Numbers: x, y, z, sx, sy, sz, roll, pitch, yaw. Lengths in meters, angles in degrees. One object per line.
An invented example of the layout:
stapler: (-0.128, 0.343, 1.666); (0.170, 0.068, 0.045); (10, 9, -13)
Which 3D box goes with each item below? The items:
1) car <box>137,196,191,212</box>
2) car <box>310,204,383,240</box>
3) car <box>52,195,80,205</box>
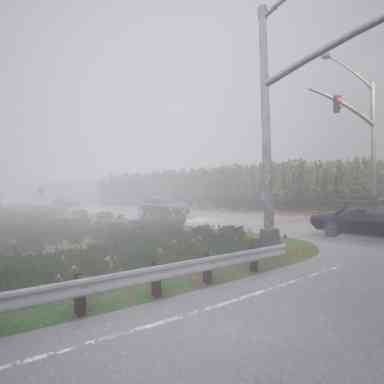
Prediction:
car: (-2.127, 1.101, 23.991); (1.837, 1.490, 4.892); (-3, 2, -40)
car: (7.033, 1.159, 12.663); (1.895, 1.301, 4.718); (-3, 2, -33)
car: (-14.736, 1.146, 38.851); (1.882, 1.535, 5.008); (-3, 2, -40)
